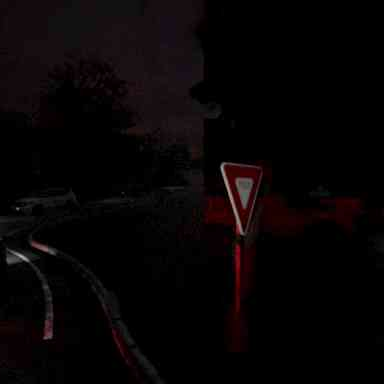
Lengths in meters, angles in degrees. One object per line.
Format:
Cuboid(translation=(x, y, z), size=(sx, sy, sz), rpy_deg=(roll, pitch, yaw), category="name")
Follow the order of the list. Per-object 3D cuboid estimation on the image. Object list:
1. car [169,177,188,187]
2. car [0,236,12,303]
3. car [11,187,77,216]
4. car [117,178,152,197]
Cuboid(translation=(-2.147, -1.717, 55.509), size=(2.033, 1.411, 5.357), rpy_deg=(0, 5, 15), category="car")
Cuboid(translation=(-5.274, 1.517, 7.578), size=(1.837, 1.490, 4.892), rpy_deg=(0, 0, -30), category="car")
Cuboid(translation=(-12.369, 0.737, 28.234), size=(2.150, 2.045, 5.566), rpy_deg=(0, 4, 25), category="car")
Cuboid(translation=(-6.922, -0.547, 40.720), size=(2.150, 2.045, 5.566), rpy_deg=(0, 6, 21), category="car")
